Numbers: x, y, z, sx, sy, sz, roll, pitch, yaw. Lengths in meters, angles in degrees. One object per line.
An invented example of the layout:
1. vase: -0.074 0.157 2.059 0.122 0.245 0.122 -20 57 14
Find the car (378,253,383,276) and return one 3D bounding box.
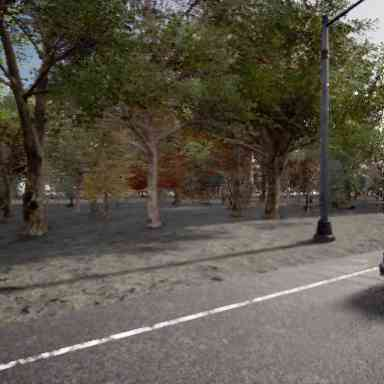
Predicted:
1. car: 6.970 1.594 8.728 5.357 1.411 2.033 0 0 -36
